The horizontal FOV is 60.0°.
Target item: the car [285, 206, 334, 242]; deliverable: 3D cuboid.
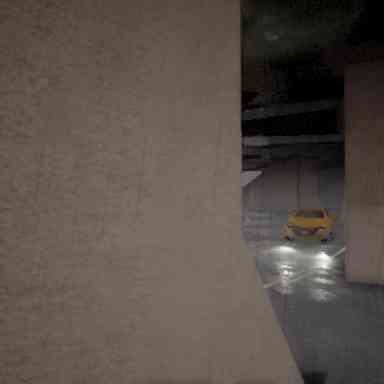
[{"bbox_3d":[6.106,1.533,17.006,1.882,1.535,5.008,0,0,27],"label":"car"}]
